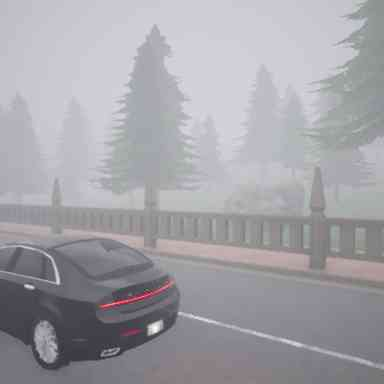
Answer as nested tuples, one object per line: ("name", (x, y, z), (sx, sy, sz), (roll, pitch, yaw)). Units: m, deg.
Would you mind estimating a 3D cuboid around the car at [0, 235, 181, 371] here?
("car", (-2.446, 1.503, 5.708), (4.892, 1.490, 1.837), (0, 0, 35))
